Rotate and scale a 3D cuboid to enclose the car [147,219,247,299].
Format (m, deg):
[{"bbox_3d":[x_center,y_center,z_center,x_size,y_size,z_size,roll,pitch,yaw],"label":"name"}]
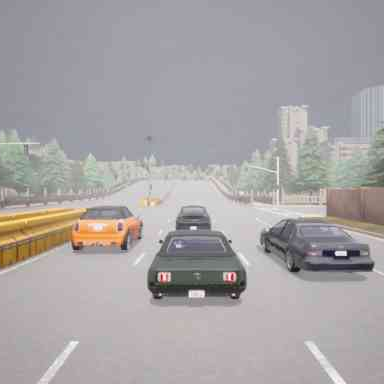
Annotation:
[{"bbox_3d":[0.089,1.601,8.388,1.895,1.301,4.718,0,0,0],"label":"car"}]

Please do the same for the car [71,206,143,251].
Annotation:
[{"bbox_3d":[-3.419,1.351,14.205,2.097,1.767,4.553,0,0,0],"label":"car"}]

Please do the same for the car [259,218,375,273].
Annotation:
[{"bbox_3d":[3.587,1.547,10.638,2.033,1.411,5.357,0,0,-1],"label":"car"}]

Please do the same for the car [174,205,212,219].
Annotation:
[{"bbox_3d":[0.072,1.505,18.625,1.837,1.490,4.892,0,0,0],"label":"car"}]
